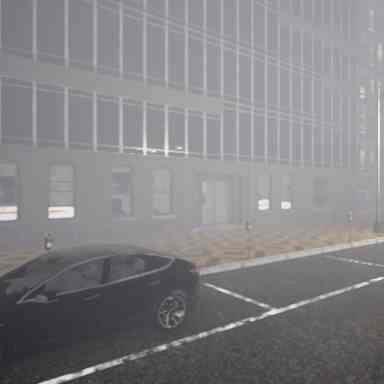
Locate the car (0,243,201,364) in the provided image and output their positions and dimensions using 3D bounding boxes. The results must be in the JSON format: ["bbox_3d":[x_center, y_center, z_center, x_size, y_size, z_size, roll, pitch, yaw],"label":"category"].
[{"bbox_3d":[-1.825,1.563,5.255,4.313,1.339,1.947,0,0,-35],"label":"car"}]
